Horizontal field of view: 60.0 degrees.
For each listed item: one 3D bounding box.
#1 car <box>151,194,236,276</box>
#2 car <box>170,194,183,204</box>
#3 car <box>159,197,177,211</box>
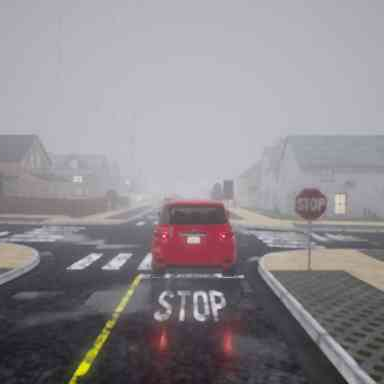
[{"bbox_3d":[0.061,1.203,10.396,2.150,2.045,5.566,0,0,0],"label":"car"},{"bbox_3d":[-2.798,1.193,59.844,2.097,1.767,4.553,0,0,0],"label":"car"},{"bbox_3d":[-2.853,1.426,40.297,1.812,1.442,4.674,0,0,0],"label":"car"}]
